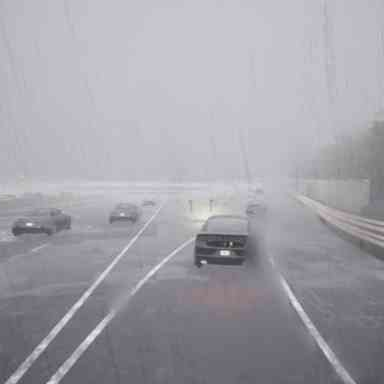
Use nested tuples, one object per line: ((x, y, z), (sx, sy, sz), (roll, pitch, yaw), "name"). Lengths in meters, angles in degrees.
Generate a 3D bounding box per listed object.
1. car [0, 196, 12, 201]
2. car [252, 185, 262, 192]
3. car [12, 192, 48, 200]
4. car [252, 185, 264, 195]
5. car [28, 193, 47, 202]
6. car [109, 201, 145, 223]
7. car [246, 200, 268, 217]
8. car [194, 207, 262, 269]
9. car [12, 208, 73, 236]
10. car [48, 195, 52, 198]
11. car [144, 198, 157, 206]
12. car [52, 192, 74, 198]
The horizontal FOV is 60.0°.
((-27.476, 1.385, 49.604), (1.994, 1.385, 4.181), (0, 0, -3), "car")
((15.489, -0.914, 79.445), (1.882, 1.535, 5.008), (0, 3, 7), "car")
((-23.965, 1.061, 49.453), (2.150, 2.045, 5.566), (0, 0, -3), "car")
((14.019, -0.221, 69.473), (1.837, 1.490, 4.892), (0, 3, 8), "car")
((-32.124, 1.045, 69.238), (2.097, 1.767, 4.553), (0, 0, -4), "car")
((-4.998, 1.558, 25.389), (1.994, 1.385, 4.181), (0, 0, -3), "car")
((6.108, 1.495, 31.440), (2.128, 1.511, 4.902), (0, 1, 14), "car")
((1.279, 1.502, 11.393), (1.882, 1.535, 5.008), (1, 0, 9), "car")
((-8.019, 1.542, 18.205), (1.994, 1.385, 4.181), (0, 0, -3), "car")
((-28.375, 1.263, 65.383), (2.033, 1.411, 5.357), (0, 0, -4), "car")
((-6.485, 1.506, 51.461), (1.895, 1.301, 4.718), (0, 0, -3), "car")
((-24.865, 0.964, 65.355), (2.150, 2.045, 5.566), (0, 0, -4), "car")
